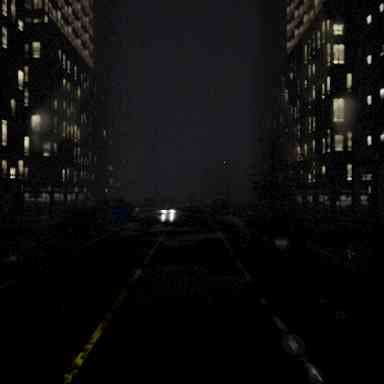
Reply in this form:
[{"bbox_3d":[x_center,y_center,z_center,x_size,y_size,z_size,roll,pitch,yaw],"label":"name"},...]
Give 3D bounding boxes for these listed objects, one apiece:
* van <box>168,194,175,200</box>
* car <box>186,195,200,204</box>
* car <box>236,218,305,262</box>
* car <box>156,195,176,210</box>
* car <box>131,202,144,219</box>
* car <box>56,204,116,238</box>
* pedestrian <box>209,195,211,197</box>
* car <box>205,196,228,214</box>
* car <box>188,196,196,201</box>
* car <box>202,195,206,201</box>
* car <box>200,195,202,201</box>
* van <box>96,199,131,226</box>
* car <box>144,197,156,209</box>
[{"bbox_3d":[-5.704,1.369,91.750,1.690,1.788,3.998,0,0,0],"label":"van"},{"bbox_3d":[-0.013,1.381,65.416,2.097,1.767,4.553,0,0,0],"label":"car"},{"bbox_3d":[2.691,1.575,12.048,1.947,1.339,4.313,0,0,0],"label":"car"},{"bbox_3d":[-3.098,1.514,44.131,2.128,1.511,4.902,0,0,0],"label":"car"},{"bbox_3d":[-5.693,1.600,29.136,1.802,1.307,4.206,0,0,0],"label":"car"},{"bbox_3d":[-5.691,1.557,17.751,1.887,1.381,4.507,0,0,0],"label":"car"},{"bbox_3d":[2.988,1.320,55.992,0.375,1.860,0.375,0,0,-2],"label":"pedestrian"},{"bbox_3d":[2.687,1.461,34.815,1.967,1.590,4.097,0,0,0],"label":"car"},{"bbox_3d":[-0.016,1.548,80.375,1.895,1.301,4.718,0,0,0],"label":"car"},{"bbox_3d":[2.989,1.552,53.150,1.812,1.442,4.674,0,0,0],"label":"car"},{"bbox_3d":[2.678,1.469,80.351,1.967,1.590,4.097,0,0,0],"label":"car"},{"bbox_3d":[-5.691,1.356,23.444,1.690,1.788,3.998,0,0,0],"label":"van"},{"bbox_3d":[-5.696,1.464,46.212,1.967,1.590,4.097,0,0,0],"label":"car"}]
